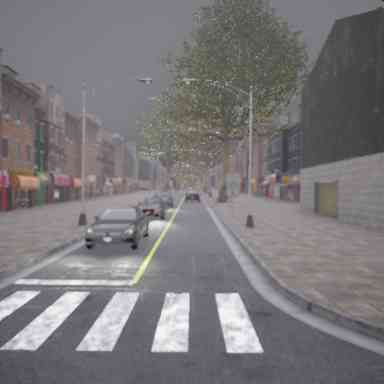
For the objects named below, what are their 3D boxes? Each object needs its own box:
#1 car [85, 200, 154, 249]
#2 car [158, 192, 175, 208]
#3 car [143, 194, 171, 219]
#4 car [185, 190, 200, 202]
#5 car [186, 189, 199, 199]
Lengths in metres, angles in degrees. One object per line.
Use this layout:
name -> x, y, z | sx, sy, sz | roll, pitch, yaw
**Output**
car -> -2.819, 1.285, 13.443 | 1.812, 1.442, 4.674 | 1, 1, 0
car -> -2.778, 0.746, 33.741 | 1.837, 1.490, 4.892 | 1, 2, 0
car -> -2.805, 1.088, 23.461 | 1.994, 1.385, 4.181 | 1, 2, 0
car -> 0.075, 0.484, 43.373 | 1.882, 1.535, 5.008 | 1, 2, 0
car -> 0.090, 0.293, 53.795 | 1.994, 1.385, 4.181 | 1, 2, 0
